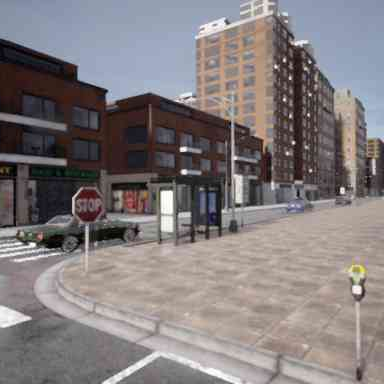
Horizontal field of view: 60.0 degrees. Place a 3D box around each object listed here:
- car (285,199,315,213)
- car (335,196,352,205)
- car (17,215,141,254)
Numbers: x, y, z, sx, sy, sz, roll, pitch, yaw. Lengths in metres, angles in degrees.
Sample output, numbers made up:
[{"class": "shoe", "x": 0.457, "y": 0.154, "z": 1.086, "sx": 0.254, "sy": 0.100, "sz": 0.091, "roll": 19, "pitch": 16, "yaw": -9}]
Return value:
[{"class": "car", "x": 11.738, "y": 1.453, "z": 36.003, "sx": 2.033, "sy": 1.411, "sz": 5.357, "roll": 0, "pitch": 0, "yaw": 35}, {"class": "car", "x": 24.716, "y": 1.350, "z": 54.246, "sx": 2.128, "sy": 1.511, "sz": 4.902, "roll": 0, "pitch": -1, "yaw": 35}, {"class": "car", "x": -4.297, "y": 1.559, "z": 13.478, "sx": 1.895, "sy": 1.301, "sz": 4.718, "roll": 0, "pitch": 0, "yaw": 35}]
